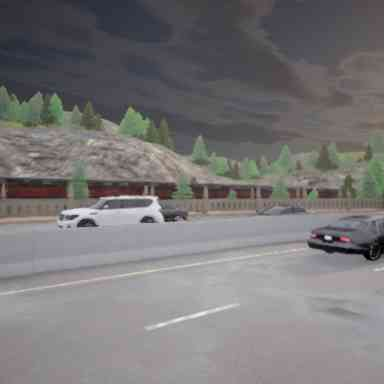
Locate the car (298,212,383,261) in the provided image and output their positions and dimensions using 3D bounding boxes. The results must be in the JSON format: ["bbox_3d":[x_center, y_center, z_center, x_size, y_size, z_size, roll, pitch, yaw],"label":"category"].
[{"bbox_3d":[6.652,1.563,12.255,5.357,1.411,2.033,0,0,-31],"label":"car"}]

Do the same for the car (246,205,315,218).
[{"bbox_3d":[5.307,1.532,19.688,4.892,1.490,1.837,0,0,-29],"label":"car"}]

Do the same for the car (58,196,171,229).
[{"bbox_3d":[-4.223,1.233,17.967,5.566,2.045,2.150,0,0,-34],"label":"car"}]

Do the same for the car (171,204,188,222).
[{"bbox_3d":[-2.596,1.528,23.138,4.892,1.490,1.837,0,0,-31],"label":"car"}]
